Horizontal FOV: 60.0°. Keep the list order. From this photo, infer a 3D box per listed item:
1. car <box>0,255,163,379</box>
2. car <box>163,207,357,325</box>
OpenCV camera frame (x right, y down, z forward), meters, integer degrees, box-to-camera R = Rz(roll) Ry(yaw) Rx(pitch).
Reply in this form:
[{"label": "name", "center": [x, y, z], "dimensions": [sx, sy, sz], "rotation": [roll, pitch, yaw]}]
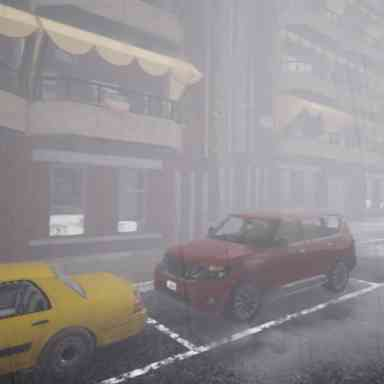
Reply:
[{"label": "car", "center": [-2.918, 1.541, 3.965], "dimensions": [4.829, 1.417, 1.752], "rotation": [0, 1, -36]}, {"label": "car", "center": [1.669, 1.320, 7.351], "dimensions": [5.009, 1.841, 2.192], "rotation": [0, 1, -36]}]
